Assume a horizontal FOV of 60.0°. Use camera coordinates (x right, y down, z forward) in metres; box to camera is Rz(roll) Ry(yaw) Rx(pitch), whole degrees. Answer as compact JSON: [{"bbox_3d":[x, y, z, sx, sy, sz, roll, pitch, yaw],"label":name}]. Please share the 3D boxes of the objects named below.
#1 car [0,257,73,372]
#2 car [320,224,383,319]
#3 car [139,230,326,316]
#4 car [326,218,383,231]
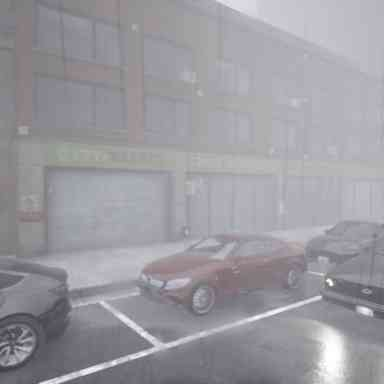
[{"bbox_3d":[-3.733,1.568,4.102,4.313,1.339,1.947,0,0,-35],"label":"car"},{"bbox_3d":[4.961,1.525,6.904,5.357,1.411,2.033,0,0,-35],"label":"car"},{"bbox_3d":[0.882,1.568,7.394,4.206,1.307,1.802,0,0,-35],"label":"car"},{"bbox_3d":[5.496,1.535,10.685,4.313,1.339,1.947,0,0,-35],"label":"car"}]
